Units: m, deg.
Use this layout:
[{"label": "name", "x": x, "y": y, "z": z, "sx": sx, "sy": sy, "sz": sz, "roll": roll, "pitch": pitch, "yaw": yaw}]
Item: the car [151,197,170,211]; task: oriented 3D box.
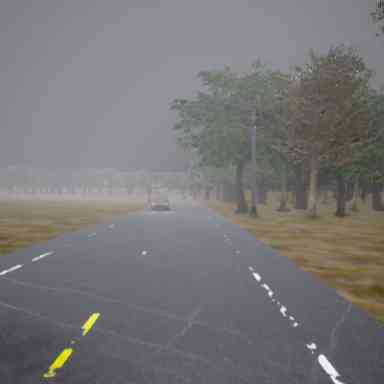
[{"label": "car", "x": -3.891, "y": 1.480, "z": 41.896, "sx": 2.097, "sy": 1.767, "sz": 4.553, "roll": 0, "pitch": 0, "yaw": -1}]
